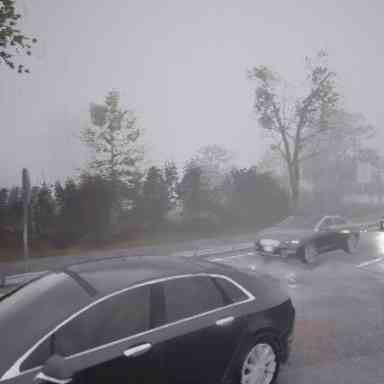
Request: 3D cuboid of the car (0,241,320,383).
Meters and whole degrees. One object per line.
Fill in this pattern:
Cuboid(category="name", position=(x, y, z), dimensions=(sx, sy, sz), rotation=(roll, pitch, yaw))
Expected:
Cuboid(category="car", position=(-0.924, 1.518, 3.488), dimensions=(4.892, 1.490, 1.837), rotation=(0, 0, -36))

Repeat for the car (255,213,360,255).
Cuboid(category="car", position=(4.279, 1.528, 12.025), dimensions=(4.902, 1.511, 2.128), rotation=(0, 0, -40))

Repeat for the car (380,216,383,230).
Cuboid(category="car", position=(12.999, 1.619, 20.245), dimensions=(1.994, 1.385, 4.181), rotation=(-1, 0, 44))
